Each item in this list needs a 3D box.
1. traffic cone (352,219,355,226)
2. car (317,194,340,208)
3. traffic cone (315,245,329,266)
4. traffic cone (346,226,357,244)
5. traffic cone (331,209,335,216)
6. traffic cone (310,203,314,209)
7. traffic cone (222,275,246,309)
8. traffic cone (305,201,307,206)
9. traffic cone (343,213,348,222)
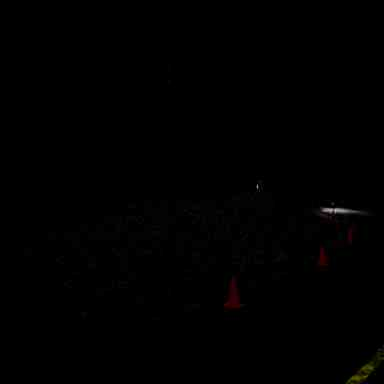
[{"bbox_3d":[8.765,1.786,18.032,0.340,0.580,0.340,0,1,24],"label":"traffic cone"},{"bbox_3d":[15.992,1.037,39.153,2.128,1.511,4.902,0,1,11],"label":"car"},{"bbox_3d":[3.954,1.906,10.080,0.340,0.580,0.340,0,0,38],"label":"traffic cone"},{"bbox_3d":[6.610,1.845,13.904,0.340,0.580,0.340,0,1,31],"label":"traffic cone"},{"bbox_3d":[11.455,1.675,26.991,0.340,0.580,0.340,0,1,11],"label":"traffic cone"},{"bbox_3d":[13.317,1.551,36.816,0.340,0.580,0.340,0,1,11],"label":"traffic cone"},{"bbox_3d":[0.838,1.960,6.623,0.340,0.580,0.340,-1,0,-44],"label":"traffic cone"},{"bbox_3d":[14.247,1.477,41.729,0.340,0.580,0.340,0,1,11],"label":"traffic cone"},{"bbox_3d":[10.381,1.731,22.399,0.340,0.580,0.340,0,1,17],"label":"traffic cone"}]
